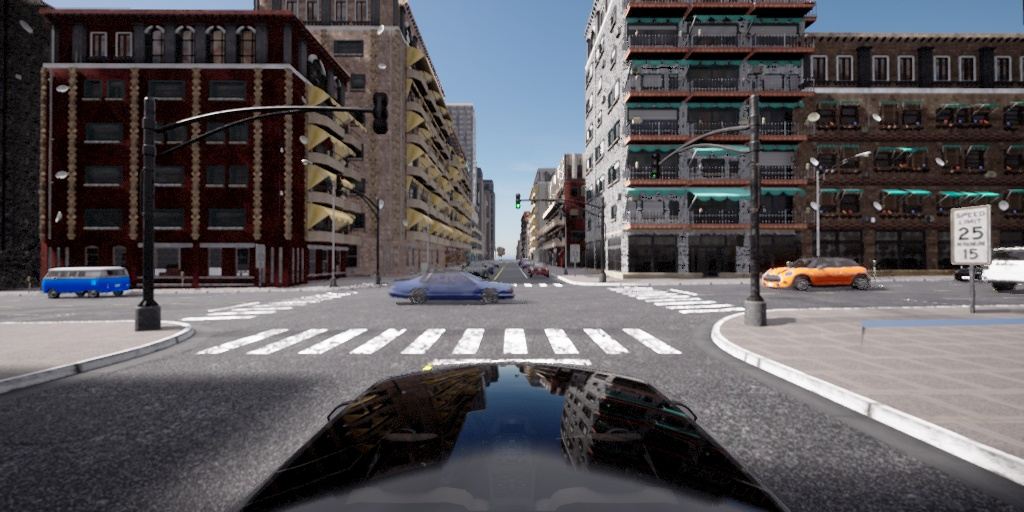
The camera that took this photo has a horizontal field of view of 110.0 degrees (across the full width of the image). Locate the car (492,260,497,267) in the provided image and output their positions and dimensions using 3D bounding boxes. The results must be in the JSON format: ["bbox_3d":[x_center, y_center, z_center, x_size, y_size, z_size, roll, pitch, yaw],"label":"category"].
[{"bbox_3d":[-3.169,1.252,41.905,2.097,1.767,4.553,0,0,0],"label":"car"}]

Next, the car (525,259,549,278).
[{"bbox_3d":[2.628,1.317,36.113,1.967,1.591,4.097,0,0,0],"label":"car"}]

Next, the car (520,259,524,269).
[{"bbox_3d":[2.589,1.544,58.250,1.802,1.307,4.207,0,0,0],"label":"car"}]

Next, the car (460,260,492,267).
[{"bbox_3d":[-3.222,1.212,31.521,2.097,1.767,4.553,0,0,2],"label":"car"}]

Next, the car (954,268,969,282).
[{"bbox_3d":[29.559,0.901,21.653,4.313,1.339,1.948,0,0,0],"label":"car"}]

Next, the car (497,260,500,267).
[{"bbox_3d":[-3.156,1.488,63.041,1.837,1.490,4.892,0,-1,0],"label":"car"}]

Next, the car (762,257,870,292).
[{"bbox_3d":[15.910,0.887,18.975,4.553,1.767,2.097,-1,0,0],"label":"car"}]

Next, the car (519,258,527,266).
[{"bbox_3d":[2.579,1.566,63.784,1.802,1.307,4.207,0,0,0],"label":"car"}]

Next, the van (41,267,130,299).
[{"bbox_3d":[-25.403,1.569,21.416,3.998,1.789,1.690,0,0,0],"label":"van"}]

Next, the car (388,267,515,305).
[{"bbox_3d":[-2.562,1.347,15.745,5.357,1.411,2.033,0,0,0],"label":"car"}]

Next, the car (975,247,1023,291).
[{"bbox_3d":[24.643,0.596,15.937,5.566,2.045,2.150,-1,0,0],"label":"car"}]

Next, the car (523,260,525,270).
[{"bbox_3d":[2.618,1.448,41.647,2.007,1.370,4.403,0,0,0],"label":"car"}]
